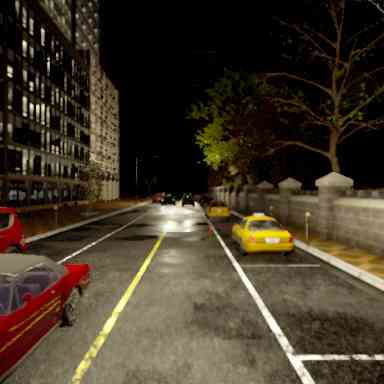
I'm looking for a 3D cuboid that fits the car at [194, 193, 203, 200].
[{"bbox_3d":[1.486,1.132,79.203,1.967,1.590,4.097,0,0,-1],"label":"car"}]

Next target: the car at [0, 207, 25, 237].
[{"bbox_3d":[-5.478,1.291,7.083,2.192,1.841,5.009,0,0,0],"label":"car"}]

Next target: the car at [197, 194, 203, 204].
[{"bbox_3d":[2.042,1.396,45.909,1.947,1.339,4.313,0,0,-1],"label":"car"}]

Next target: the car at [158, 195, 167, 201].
[{"bbox_3d":[-6.446,1.299,73.603,1.802,1.307,4.206,0,0,-1],"label":"car"}]

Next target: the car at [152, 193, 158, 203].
[{"bbox_3d":[-6.262,1.079,62.522,2.192,1.841,5.009,0,0,-1],"label":"car"}]

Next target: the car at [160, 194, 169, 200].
[{"bbox_3d":[-6.536,1.219,78.973,1.752,1.417,4.829,0,0,-1],"label":"car"}]

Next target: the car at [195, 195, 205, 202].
[{"bbox_3d":[1.672,1.322,68.106,1.802,1.307,4.206,0,0,-1],"label":"car"}]

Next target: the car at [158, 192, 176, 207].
[{"bbox_3d":[-3.394,1.171,48.578,2.097,1.767,4.553,0,0,-1],"label":"car"}]

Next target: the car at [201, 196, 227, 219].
[{"bbox_3d":[2.008,1.360,27.366,1.801,1.575,5.366,0,0,-1],"label":"car"}]

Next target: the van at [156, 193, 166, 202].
[{"bbox_3d":[-6.354,1.082,68.062,1.690,1.788,3.998,0,0,-1],"label":"van"}]

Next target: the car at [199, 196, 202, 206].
[{"bbox_3d":[2.134,1.433,40.361,1.802,1.307,4.206,0,0,-1],"label":"car"}]

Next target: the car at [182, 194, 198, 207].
[{"bbox_3d":[-0.525,1.374,46.930,2.033,1.411,5.357,0,0,-1],"label":"car"}]

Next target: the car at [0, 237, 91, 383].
[{"bbox_3d":[-2.863,1.587,4.188,1.895,1.301,4.718,0,0,0],"label":"car"}]

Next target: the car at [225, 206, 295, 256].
[{"bbox_3d":[2.512,1.481,12.791,1.752,1.417,4.829,0,0,0],"label":"car"}]
